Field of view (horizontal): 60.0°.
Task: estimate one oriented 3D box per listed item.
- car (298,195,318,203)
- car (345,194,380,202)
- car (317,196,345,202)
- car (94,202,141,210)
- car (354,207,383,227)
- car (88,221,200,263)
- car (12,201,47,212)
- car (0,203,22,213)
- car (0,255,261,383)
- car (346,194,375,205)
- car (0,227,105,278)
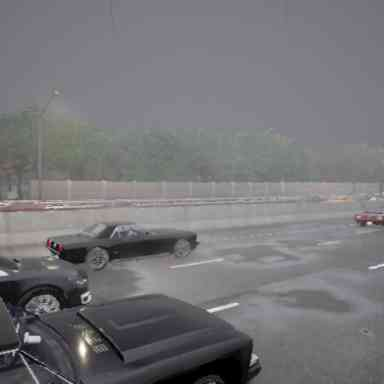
[{"bbox_3d":[18.380,1.315,51.212,4.892,1.490,1.837,-1,1,-35],"label":"car"},{"bbox_3d":[21.257,1.354,40.427,4.902,1.511,2.128,-1,0,-35],"label":"car"},{"bbox_3d":[18.881,1.344,43.033,5.008,1.535,1.882,-1,0,-35],"label":"car"},{"bbox_3d":[-6.549,1.545,29.392,4.181,1.385,1.994,0,0,-35],"label":"car"},{"bbox_3d":[12.418,1.573,21.141,4.718,1.301,1.895,0,0,-35],"label":"car"},{"bbox_3d":[-2.062,1.594,10.871,4.718,1.301,1.895,0,0,-35],"label":"car"},{"bbox_3d":[-14.723,1.515,27.878,4.674,1.442,1.812,0,0,-35],"label":"car"},{"bbox_3d":[-11.646,1.521,17.190,4.674,1.442,1.812,0,0,-35],"label":"car"},{"bbox_3d":[-1.657,1.600,2.687,4.718,1.301,1.895,0,0,-36],"label":"car"},{"bbox_3d":[26.856,1.153,52.838,5.008,1.535,1.882,-1,1,-34],"label":"car"},{"bbox_3d":[-4.091,1.504,5.124,4.892,1.490,1.837,0,0,-36],"label":"car"}]
